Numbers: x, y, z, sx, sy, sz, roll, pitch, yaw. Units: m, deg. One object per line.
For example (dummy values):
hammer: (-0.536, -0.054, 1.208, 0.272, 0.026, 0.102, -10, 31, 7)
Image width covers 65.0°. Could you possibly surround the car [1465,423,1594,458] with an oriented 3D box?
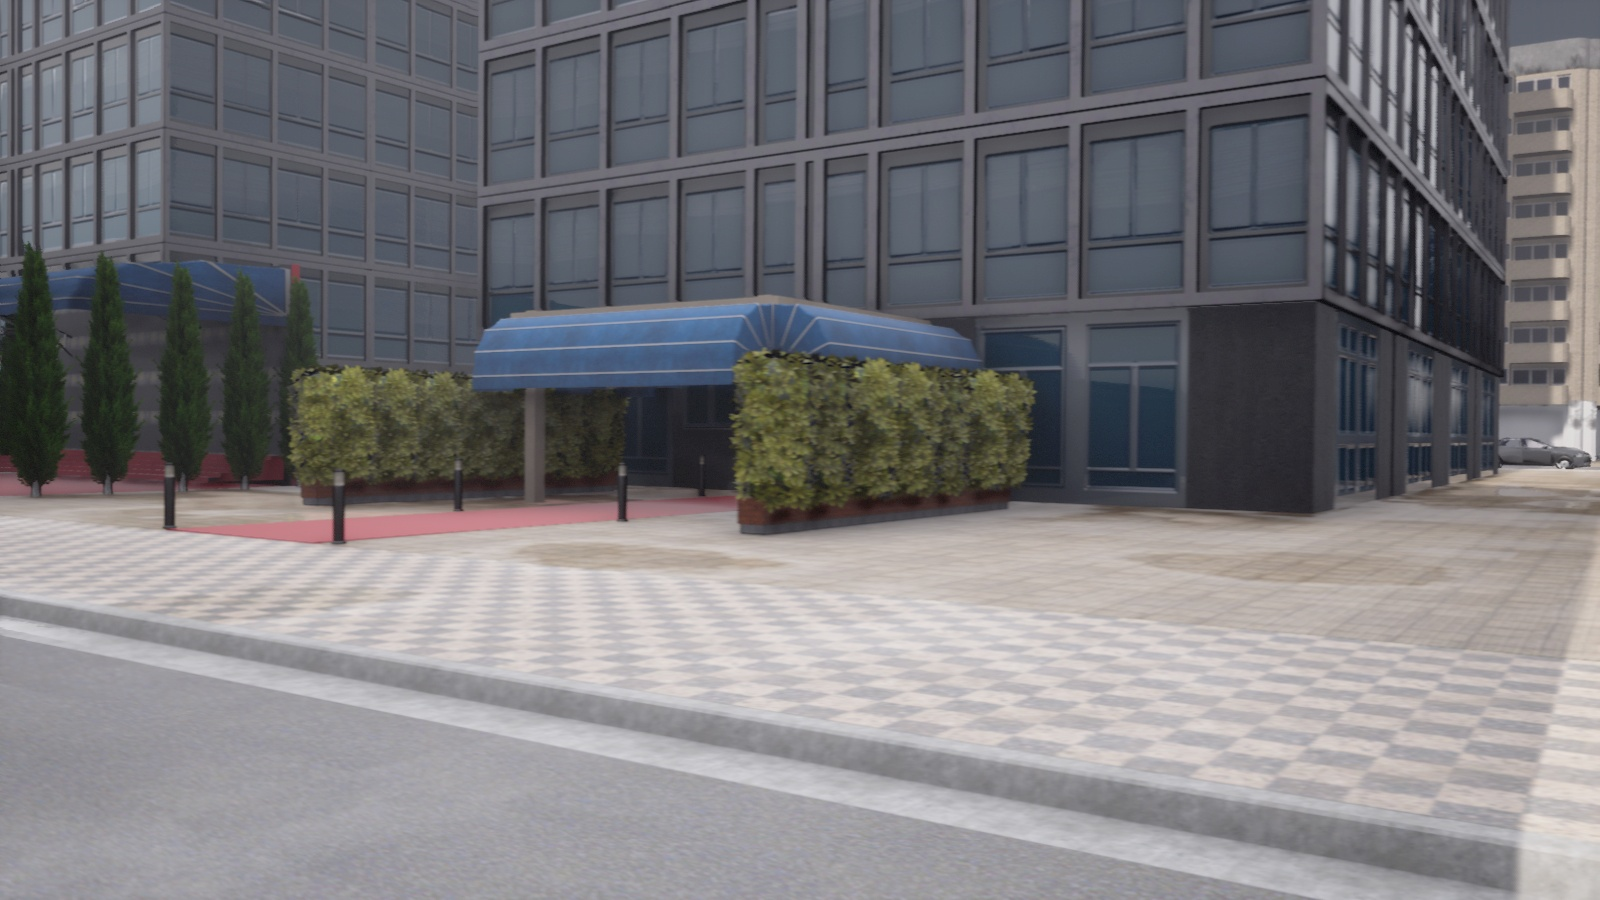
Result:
car: (33.089, -0.446, 56.999, 4.902, 1.511, 2.128, 0, 1, 34)
